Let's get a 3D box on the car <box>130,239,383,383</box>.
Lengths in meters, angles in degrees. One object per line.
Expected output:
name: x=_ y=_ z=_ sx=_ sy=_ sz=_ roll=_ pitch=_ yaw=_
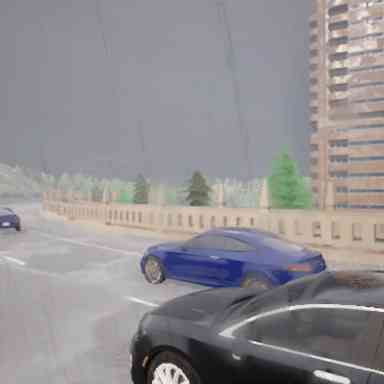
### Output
car: x=1.540 y=1.524 z=3.035 sx=4.892 sy=1.490 sz=1.837 roll=0 pitch=0 yaw=36

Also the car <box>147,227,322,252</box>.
car: x=0.803 y=1.577 z=7.994 sx=4.674 sy=1.442 sz=1.812 roll=0 pitch=0 yaw=38

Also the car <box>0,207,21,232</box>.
car: x=-11.981 y=1.673 z=20.586 sx=1.812 sy=1.442 sz=4.674 roll=0 pitch=0 yaw=-40
